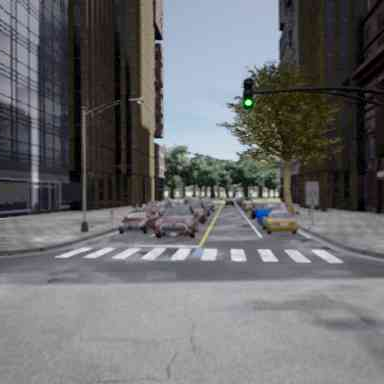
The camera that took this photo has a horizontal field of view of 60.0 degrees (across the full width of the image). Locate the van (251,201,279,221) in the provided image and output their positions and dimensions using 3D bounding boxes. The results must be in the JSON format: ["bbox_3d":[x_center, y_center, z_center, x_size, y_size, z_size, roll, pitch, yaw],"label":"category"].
[{"bbox_3d":[5.800,1.574,25.644,1.690,1.788,3.998,-1,-1,6],"label":"van"}]

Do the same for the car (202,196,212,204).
[{"bbox_3d":[4.026,2.112,88.664,2.192,1.841,5.009,-1,-1,6],"label":"car"}]

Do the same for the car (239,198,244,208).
[{"bbox_3d":[8.241,1.971,48.228,1.887,1.381,4.507,-1,-1,6],"label":"car"}]

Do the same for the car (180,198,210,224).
[{"bbox_3d":[0.139,1.640,27.716,2.097,1.767,4.553,0,-1,6],"label":"car"}]

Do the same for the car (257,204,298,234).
[{"bbox_3d":[5.212,1.707,20.164,1.752,1.417,4.829,-1,-1,6],"label":"car"}]

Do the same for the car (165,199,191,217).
[{"bbox_3d":[-1.458,1.709,37.844,2.192,1.841,5.009,-1,-1,6],"label":"car"}]

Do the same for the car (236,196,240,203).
[{"bbox_3d":[9.456,1.831,59.522,2.192,1.841,5.009,-1,-1,6],"label":"car"}]

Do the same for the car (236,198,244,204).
[{"bbox_3d":[11.914,2.219,82.274,1.752,1.417,4.829,-1,-1,6],"label":"car"}]

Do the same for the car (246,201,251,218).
[{"bbox_3d":[6.413,1.850,31.288,1.947,1.339,4.313,-1,-1,6],"label":"car"}]

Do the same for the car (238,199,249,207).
[{"bbox_3d":[10.069,2.112,65.166,2.008,1.369,4.403,-1,-1,6],"label":"car"}]

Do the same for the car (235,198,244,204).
[{"bbox_3d":[12.506,2.302,87.751,1.947,1.339,4.313,-1,-1,6],"label":"car"}]

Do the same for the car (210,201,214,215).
[{"bbox_3d":[1.116,1.969,36.731,1.895,1.301,4.718,0,-1,6],"label":"car"}]

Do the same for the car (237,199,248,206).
[{"bbox_3d":[10.678,2.156,70.812,2.008,1.369,4.403,-1,-1,6],"label":"car"}]

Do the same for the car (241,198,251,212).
[{"bbox_3d":[7.650,1.906,42.751,1.752,1.417,4.829,-1,-1,6],"label":"car"}]

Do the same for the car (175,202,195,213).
[{"bbox_3d":[-0.845,1.992,43.489,2.008,1.369,4.403,-1,-1,6],"label":"car"}]

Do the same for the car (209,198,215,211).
[{"bbox_3d":[2.208,1.955,46.600,1.837,1.490,4.892,0,-1,7],"label":"car"}]

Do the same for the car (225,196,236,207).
[{"bbox_3d":[7.284,2.075,64.114,1.837,1.490,4.892,0,-1,6],"label":"car"}]

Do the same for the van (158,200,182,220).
[{"bbox_3d":[-2.067,1.686,32.197,1.690,1.788,3.998,-1,-1,6],"label":"van"}]

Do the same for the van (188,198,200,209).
[{"bbox_3d":[0.371,1.874,54.784,1.690,1.788,3.998,-1,-1,6],"label":"van"}]

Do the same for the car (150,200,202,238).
[{"bbox_3d":[-0.751,1.559,18.949,2.097,1.767,4.553,0,-1,5],"label":"car"}]

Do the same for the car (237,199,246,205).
[{"bbox_3d":[11.287,2.231,76.458,1.802,1.307,4.206,-1,-1,6],"label":"car"}]

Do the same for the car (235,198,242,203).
[{"bbox_3d":[13.132,2.305,93.566,1.752,1.417,4.829,-1,-1,6],"label":"car"}]

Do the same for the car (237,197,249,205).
[{"bbox_3d":[8.850,2.022,53.874,2.008,1.369,4.403,-1,-1,6],"label":"car"}]

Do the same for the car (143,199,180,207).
[{"bbox_3d":[-2.677,1.609,26.551,2.192,1.841,5.009,-1,-1,6],"label":"car"}]

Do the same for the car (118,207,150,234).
[{"bbox_3d":[-3.282,1.824,20.900,1.802,1.307,4.206,-1,-1,6],"label":"car"}]
